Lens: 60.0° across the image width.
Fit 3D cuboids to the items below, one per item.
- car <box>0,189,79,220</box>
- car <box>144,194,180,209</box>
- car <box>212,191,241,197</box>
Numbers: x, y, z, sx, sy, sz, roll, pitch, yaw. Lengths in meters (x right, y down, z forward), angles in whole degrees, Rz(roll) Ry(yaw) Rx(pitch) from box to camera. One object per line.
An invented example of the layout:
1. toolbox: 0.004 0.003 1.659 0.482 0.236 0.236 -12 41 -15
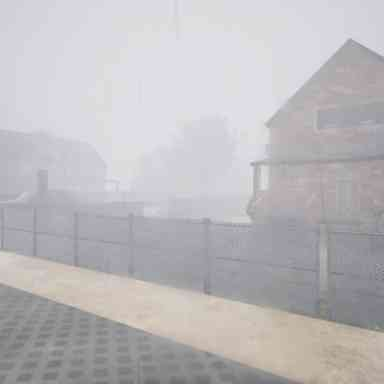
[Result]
1. car: -10.423 0.853 22.714 2.150 2.045 5.566 1 2 36
2. car: -2.911 0.891 33.208 1.994 1.385 4.181 1 2 36
3. car: 4.594 0.574 43.653 2.033 1.411 5.357 1 2 36
